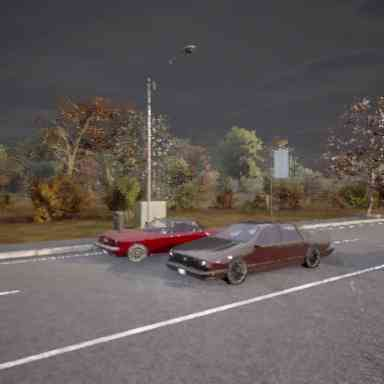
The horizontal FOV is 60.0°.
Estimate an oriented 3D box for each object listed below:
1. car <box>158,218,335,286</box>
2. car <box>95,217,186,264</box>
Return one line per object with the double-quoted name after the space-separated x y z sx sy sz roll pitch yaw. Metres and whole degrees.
1.931 1.548 9.632 5.357 1.411 2.033 0 0 -35 "car"
-0.942 1.599 11.886 4.718 1.301 1.895 0 0 -35 "car"
